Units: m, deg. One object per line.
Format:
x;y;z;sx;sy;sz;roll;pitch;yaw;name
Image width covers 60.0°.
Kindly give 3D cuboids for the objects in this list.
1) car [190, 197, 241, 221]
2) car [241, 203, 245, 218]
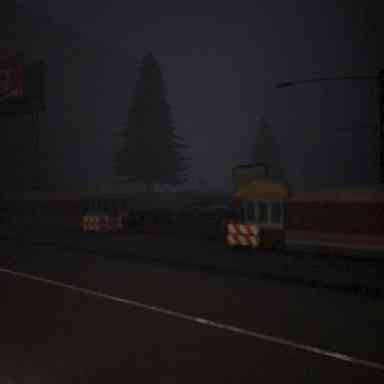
1.651;1.309;27.355;3.866;1.878;1.905;-1;0;35;car
3.590;1.495;29.414;4.193;1.474;1.816;-1;0;35;car
